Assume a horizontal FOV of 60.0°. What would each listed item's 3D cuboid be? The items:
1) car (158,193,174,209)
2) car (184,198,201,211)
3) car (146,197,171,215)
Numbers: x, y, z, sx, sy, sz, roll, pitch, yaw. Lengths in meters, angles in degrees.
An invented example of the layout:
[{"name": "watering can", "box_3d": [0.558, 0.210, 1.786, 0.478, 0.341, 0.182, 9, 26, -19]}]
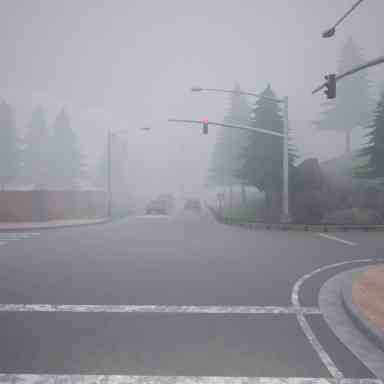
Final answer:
[{"name": "car", "box_3d": [-3.625, 1.221, 45.274, 2.150, 2.045, 5.566, 0, 0, 0]}, {"name": "car", "box_3d": [0.048, 1.491, 40.926, 2.128, 1.511, 4.902, 0, 0, 0]}, {"name": "car", "box_3d": [-3.624, 1.547, 34.861, 2.033, 1.411, 5.357, 0, 0, 0]}]
